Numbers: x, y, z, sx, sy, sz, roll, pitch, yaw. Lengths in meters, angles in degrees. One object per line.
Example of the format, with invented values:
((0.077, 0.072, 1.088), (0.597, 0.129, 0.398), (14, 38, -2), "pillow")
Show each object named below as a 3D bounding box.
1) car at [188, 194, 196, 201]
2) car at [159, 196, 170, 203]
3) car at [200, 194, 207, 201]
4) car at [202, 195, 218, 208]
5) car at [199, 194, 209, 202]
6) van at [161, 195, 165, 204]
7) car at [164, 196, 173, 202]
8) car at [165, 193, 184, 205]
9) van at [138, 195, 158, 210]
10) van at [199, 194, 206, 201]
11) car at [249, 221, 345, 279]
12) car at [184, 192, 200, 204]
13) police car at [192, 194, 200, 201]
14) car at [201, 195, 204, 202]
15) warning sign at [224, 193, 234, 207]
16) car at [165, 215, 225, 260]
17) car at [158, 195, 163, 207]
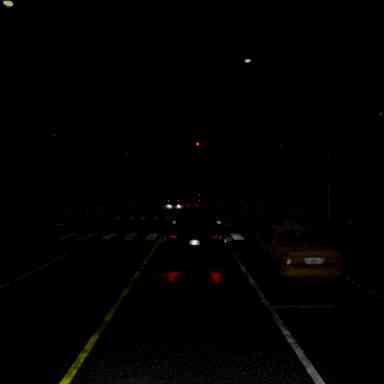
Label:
((0.047, 1.327, 76.649), (1.837, 1.490, 4.892), (0, 0, 0), "car")
((-5.732, 1.591, 69.889), (1.802, 1.307, 4.206), (0, 0, 0), "car")
((2.810, 1.547, 58.816), (1.887, 1.381, 4.507), (0, 0, 0), "car")
((2.806, 1.542, 47.766), (1.887, 1.381, 4.507), (0, 0, 0), "car")
((2.818, 1.330, 80.918), (2.192, 1.841, 5.009), (0, 0, 0), "car")
((-5.741, 1.344, 58.839), (1.690, 1.788, 3.998), (0, 0, 0), "van")
((-5.723, 1.566, 80.939), (2.008, 1.369, 4.403), (0, 0, 0), "car")
((-3.022, 1.354, 57.109), (2.097, 1.767, 4.553), (0, 0, 0), "car")
((-5.754, 1.337, 42.264), (1.690, 1.788, 3.998), (0, 0, 0), "van")
((2.820, 1.359, 86.443), (1.690, 1.788, 3.998), (0, 0, 0), "van")
((2.773, 1.522, 9.842), (1.752, 1.417, 4.829), (0, 0, 0), "car")
((0.063, 1.224, 64.400), (2.150, 2.045, 5.566), (0, 0, 1), "car")
((0.953, 1.443, 86.496), (1.930, 1.638, 5.238), (0, 0, 0), "police car")
((2.808, 1.544, 53.291), (1.887, 1.381, 4.507), (0, 0, 0), "car")
((5.100, 1.112, 46.379), (1.300, 1.860, 1.060), (0, 0, 0), "warning sign")
((0.164, 1.559, 12.439), (1.994, 1.385, 4.181), (0, 0, 2), "car")
((-5.749, 1.542, 47.789), (1.887, 1.381, 4.507), (0, 0, 0), "car")
